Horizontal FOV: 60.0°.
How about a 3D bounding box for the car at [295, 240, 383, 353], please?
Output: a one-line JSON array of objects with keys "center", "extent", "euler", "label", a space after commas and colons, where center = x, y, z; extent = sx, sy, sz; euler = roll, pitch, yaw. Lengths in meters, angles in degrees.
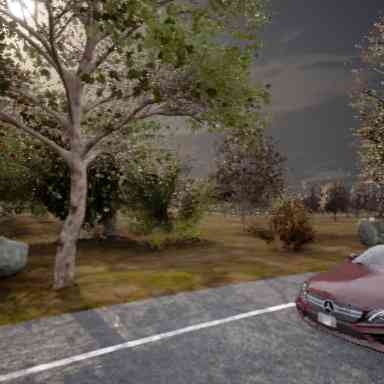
[{"center": [3.947, 1.554, 5.791], "extent": [4.674, 1.442, 1.812], "euler": [0, -1, -28], "label": "car"}]
